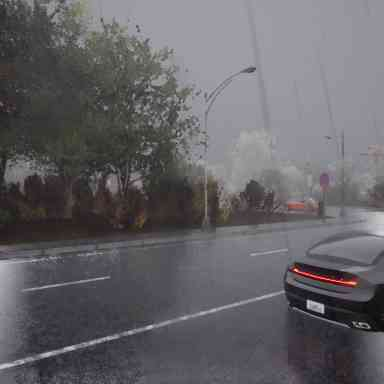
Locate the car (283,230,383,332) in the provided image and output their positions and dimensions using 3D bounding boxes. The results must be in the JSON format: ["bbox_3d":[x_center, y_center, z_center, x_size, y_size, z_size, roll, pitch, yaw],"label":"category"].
[{"bbox_3d":[3.858,1.505,6.489,4.892,1.490,1.837,0,0,-35],"label":"car"}]

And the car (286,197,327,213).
[{"bbox_3d":[12.533,1.352,36.838,2.097,1.767,4.553,0,0,-32],"label":"car"}]

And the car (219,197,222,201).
[{"bbox_3d":[4.527,1.354,69.521,1.994,1.385,4.181,0,1,-33],"label":"car"}]
